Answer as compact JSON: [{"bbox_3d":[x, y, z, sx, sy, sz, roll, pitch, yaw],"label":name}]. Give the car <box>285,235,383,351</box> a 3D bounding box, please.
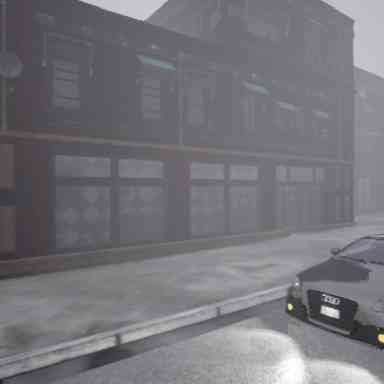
[{"bbox_3d":[3.607,1.511,5.951,4.181,1.385,1.994,-1,1,-36],"label":"car"}]
